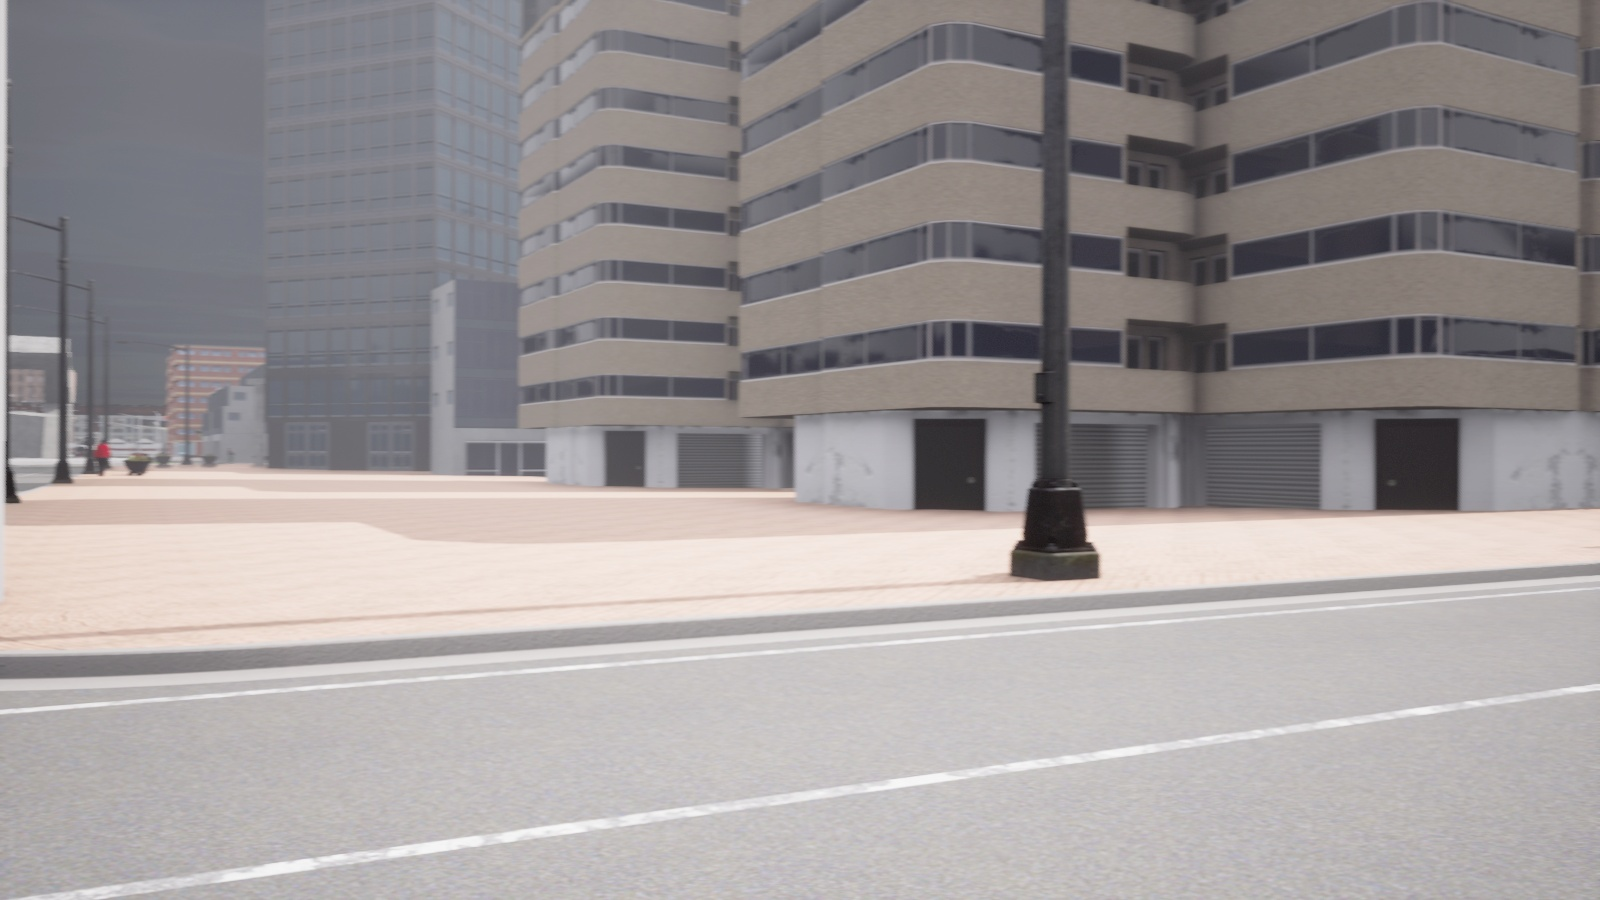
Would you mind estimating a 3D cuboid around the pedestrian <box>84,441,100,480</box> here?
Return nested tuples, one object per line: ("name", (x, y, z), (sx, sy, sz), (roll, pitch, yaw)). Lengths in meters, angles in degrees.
("pedestrian", (-33.239, 0.495, 58.934), (0.634, 1.844, 0.899), (0, 0, -30))
